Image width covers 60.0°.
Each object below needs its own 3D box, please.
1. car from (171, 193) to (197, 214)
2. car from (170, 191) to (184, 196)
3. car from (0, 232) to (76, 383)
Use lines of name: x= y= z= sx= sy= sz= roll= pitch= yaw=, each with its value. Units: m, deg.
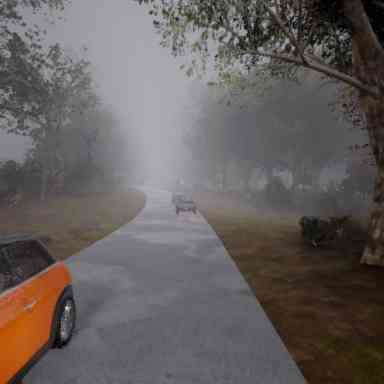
car: x=-0.633 y=1.188 z=31.254 sx=2.128 sy=1.511 sz=4.902 roll=0 pitch=2 yaw=-4
car: x=-1.794 y=0.692 z=43.801 sx=1.837 sy=1.490 sz=4.892 roll=0 pitch=3 yaw=-7
car: x=-2.829 y=1.326 z=3.212 sx=2.097 sy=1.767 sz=4.553 roll=1 pitch=0 yaw=0
